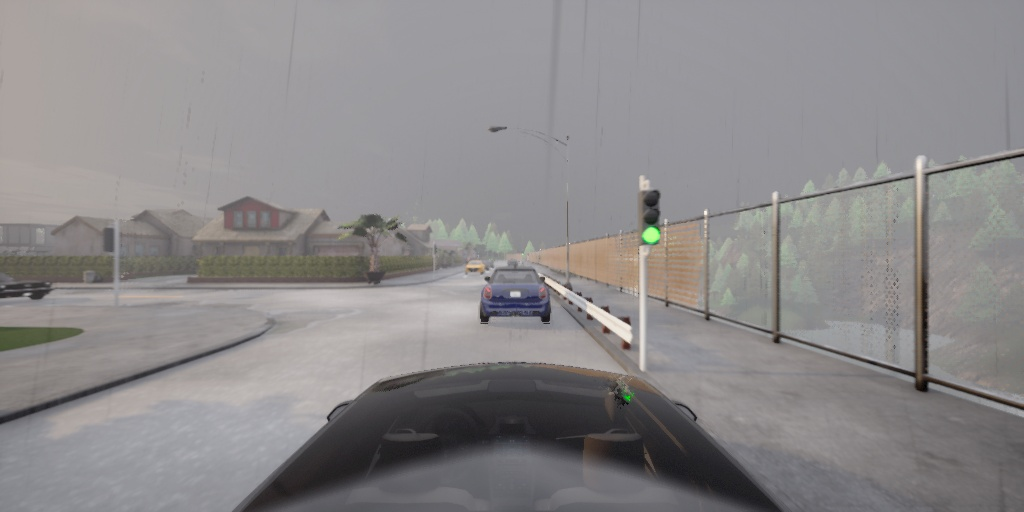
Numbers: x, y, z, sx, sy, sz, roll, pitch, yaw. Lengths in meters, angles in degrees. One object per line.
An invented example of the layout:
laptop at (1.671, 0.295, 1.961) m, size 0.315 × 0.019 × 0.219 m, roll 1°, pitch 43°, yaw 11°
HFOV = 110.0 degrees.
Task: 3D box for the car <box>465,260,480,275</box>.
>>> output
car at (-4.085, 1.236, 40.265) m, size 1.882 × 1.535 × 5.008 m, roll 0°, pitch 0°, yaw 0°

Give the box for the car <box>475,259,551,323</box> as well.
car at (0.099, 1.104, 12.274) m, size 2.097 × 1.767 × 4.553 m, roll 0°, pitch 0°, yaw 0°

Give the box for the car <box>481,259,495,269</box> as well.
car at (-3.984, 1.311, 60.339) m, size 2.033 × 1.411 × 5.357 m, roll 0°, pitch 0°, yaw 0°

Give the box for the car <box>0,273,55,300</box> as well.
car at (-23.212, 1.355, 15.571) m, size 4.718 × 1.301 × 1.895 m, roll 0°, pitch 0°, yaw 0°

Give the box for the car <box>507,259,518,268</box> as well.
car at (0.117, 1.268, 60.397) m, size 1.837 × 1.490 × 4.892 m, roll 0°, pitch 0°, yaw 0°
